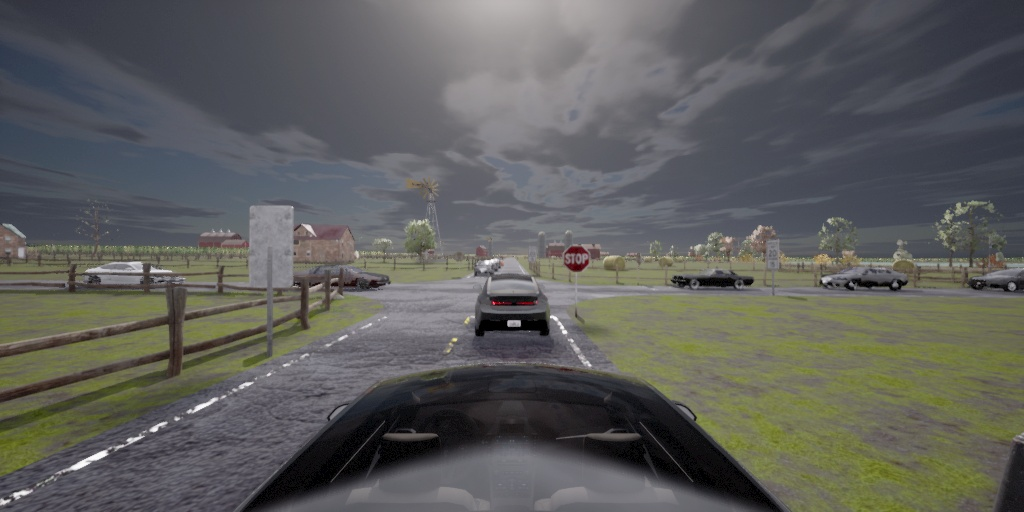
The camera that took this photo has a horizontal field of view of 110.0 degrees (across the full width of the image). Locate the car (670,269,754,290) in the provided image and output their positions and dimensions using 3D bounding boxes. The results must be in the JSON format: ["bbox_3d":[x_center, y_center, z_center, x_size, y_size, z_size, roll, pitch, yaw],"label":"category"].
[{"bbox_3d":[13.084,1.498,23.652,4.718,1.301,1.895,1,-1,-2],"label":"car"}]

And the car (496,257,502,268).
[{"bbox_3d":[-2.789,1.220,46.590,2.128,1.511,4.902,0,0,0],"label":"car"}]

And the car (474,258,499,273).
[{"bbox_3d":[-2.809,1.226,37.069,2.128,1.511,4.902,0,0,0],"label":"car"}]

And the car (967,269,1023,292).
[{"bbox_3d":[33.550,1.593,23.922,4.892,1.490,1.837,1,-1,0],"label":"car"}]

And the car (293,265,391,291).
[{"bbox_3d":[-9.803,1.192,20.452,5.357,1.411,2.033,1,-1,-1],"label":"car"}]

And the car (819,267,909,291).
[{"bbox_3d":[23.235,1.485,23.805,4.902,1.511,2.128,1,-1,-1],"label":"car"}]

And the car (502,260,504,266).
[{"bbox_3d":[-2.737,1.213,56.948,2.128,1.511,4.902,0,0,1],"label":"car"}]

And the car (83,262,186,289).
[{"bbox_3d":[-21.301,1.053,20.307,4.674,1.442,1.812,1,-1,-1],"label":"car"}]

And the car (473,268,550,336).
[{"bbox_3d":[-0.061,1.253,10.378,1.837,1.490,4.892,0,0,-3],"label":"car"}]
